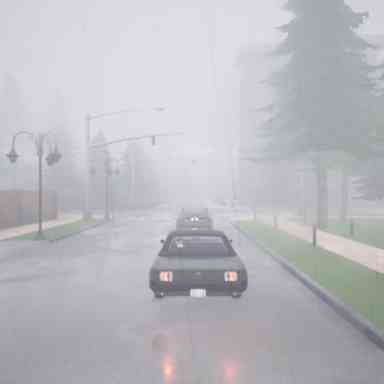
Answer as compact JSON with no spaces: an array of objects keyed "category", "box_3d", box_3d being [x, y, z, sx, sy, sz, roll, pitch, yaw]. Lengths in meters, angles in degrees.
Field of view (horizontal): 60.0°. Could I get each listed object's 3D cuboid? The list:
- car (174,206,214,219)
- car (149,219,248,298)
[{"category":"car","box_3d":[0.131,1.498,17.690,1.837,1.490,4.892,0,0,0]},{"category":"car","box_3d":[0.118,1.598,8.428,1.895,1.301,4.718,0,0,0]}]
